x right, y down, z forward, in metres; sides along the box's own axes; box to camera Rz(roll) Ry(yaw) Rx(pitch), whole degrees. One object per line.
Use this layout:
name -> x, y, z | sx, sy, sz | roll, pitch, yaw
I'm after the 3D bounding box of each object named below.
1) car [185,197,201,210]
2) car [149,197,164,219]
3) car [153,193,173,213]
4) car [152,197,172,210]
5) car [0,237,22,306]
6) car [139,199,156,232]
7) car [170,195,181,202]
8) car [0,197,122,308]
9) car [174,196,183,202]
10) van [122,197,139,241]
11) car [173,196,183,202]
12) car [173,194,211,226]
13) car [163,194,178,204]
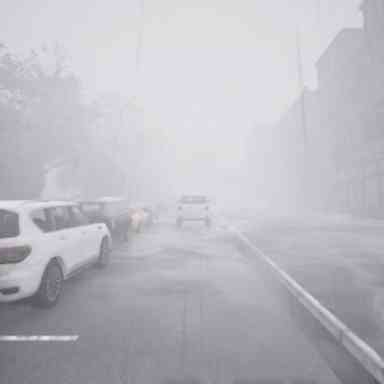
car -> 0.098, 1.371, 41.457 | 1.837, 1.490, 4.892 | 0, 0, 0
car -> -3.654, 1.392, 24.662 | 2.097, 1.535, 5.008 | 0, 0, 2
car -> -3.656, 1.235, 35.776 | 2.185, 1.767, 4.553 | 0, 0, 2
car -> -3.655, 1.385, 41.376 | 2.002, 1.452, 4.674 | 0, 0, 2
car -> -3.653, 1.470, 2.381 | 2.097, 1.535, 5.008 | 0, 0, 2
car -> -3.646, 1.406, 19.282 | 1.946, 1.575, 5.366 | 0, 0, 2
car -> -3.639, 1.549, 74.795 | 2.163, 1.488, 4.792 | 1, -1, 2
car -> -3.653, 1.198, 7.985 | 2.435, 2.045, 5.566 | 0, 0, 2
car -> -3.648, 1.924, 91.461 | 2.097, 1.535, 5.008 | 0, -1, 2
van -> -3.650, 1.203, 13.643 | 1.878, 1.987, 4.442 | 0, 0, 2
car -> -3.641, 1.789, 85.901 | 2.097, 1.535, 5.008 | 1, -2, 2
car -> 0.099, 1.142, 22.881 | 2.150, 2.045, 5.566 | 0, 0, 0
car -> -3.657, 1.173, 58.059 | 2.185, 1.767, 4.553 | 0, 0, 2
